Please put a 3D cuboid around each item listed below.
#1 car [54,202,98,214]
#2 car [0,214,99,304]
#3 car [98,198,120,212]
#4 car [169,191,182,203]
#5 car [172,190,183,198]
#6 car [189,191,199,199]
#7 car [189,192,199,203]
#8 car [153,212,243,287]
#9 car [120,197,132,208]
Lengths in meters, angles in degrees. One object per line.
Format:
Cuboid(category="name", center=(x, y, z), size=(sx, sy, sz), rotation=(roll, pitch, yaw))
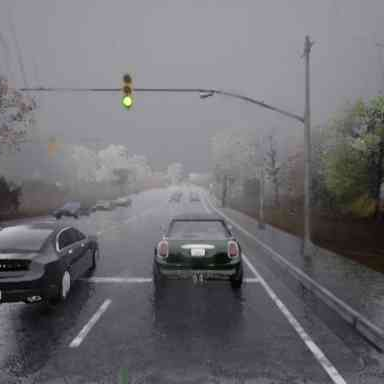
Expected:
Cuboid(category="car", center=(-10.449, 1.606, 29.785), size=(2.033, 1.411, 5.357), rotation=(0, 0, 1))
Cuboid(category="car", center=(-3.589, 1.522, 8.136), size=(1.837, 1.490, 4.892), rotation=(0, 0, -4))
Cuboid(category="car", center=(-10.370, 1.642, 39.741), size=(1.994, 1.385, 4.181), rotation=(0, 0, 1))
Cuboid(category="car", center=(-3.146, 1.190, 60.735), size=(2.033, 1.411, 5.357), rotation=(0, 3, 0))
Cuboid(category="car", center=(-3.080, 0.498, 71.154), size=(2.033, 1.411, 5.357), rotation=(0, 3, 0))
Cuboid(category="car", center=(0.421, 0.658, 71.287), size=(2.033, 1.411, 5.357), rotation=(0, 3, 0))
Cuboid(category="car", center=(0.455, 1.175, 61.029), size=(2.033, 1.411, 5.357), rotation=(0, 3, 1))
Cuboid(category="car", center=(0.144, 1.371, 9.569), size=(2.097, 1.767, 4.553), rotation=(0, 0, 0))
Cuboid(category="car", center=(-10.306, 1.525, 49.851), size=(1.882, 1.535, 5.008), rotation=(0, 1, 1))
